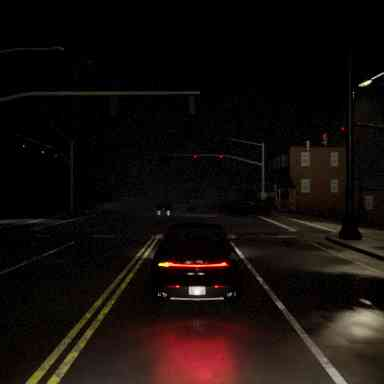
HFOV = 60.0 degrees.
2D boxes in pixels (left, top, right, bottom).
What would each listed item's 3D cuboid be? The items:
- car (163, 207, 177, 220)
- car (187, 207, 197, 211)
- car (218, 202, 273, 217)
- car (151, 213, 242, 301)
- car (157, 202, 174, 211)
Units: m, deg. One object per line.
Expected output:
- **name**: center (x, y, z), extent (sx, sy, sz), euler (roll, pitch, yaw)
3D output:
- **car**: center (-3.675, 3.614, 55.725), extent (2.033, 1.411, 5.357), euler (0, -12, 0)
- **car**: center (0.000, 4.124, 59.680), extent (2.150, 2.045, 5.566), euler (0, -12, 0)
- **car**: center (4.791, 1.526, 30.046), extent (4.718, 1.301, 1.895), euler (0, 0, 20)
- **car**: center (0.088, 1.505, 8.325), extent (1.837, 1.490, 4.892), euler (0, 0, 0)
- **car**: center (-3.662, 2.054, 45.623), extent (2.033, 1.411, 5.357), euler (0, -4, 0)
